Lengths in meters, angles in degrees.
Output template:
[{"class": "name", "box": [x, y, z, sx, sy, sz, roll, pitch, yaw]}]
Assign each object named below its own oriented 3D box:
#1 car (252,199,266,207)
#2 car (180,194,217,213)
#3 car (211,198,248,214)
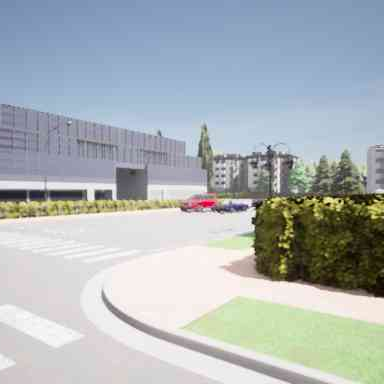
[{"class": "car", "box": [10.894, 1.688, 52.392, 1.895, 1.301, 4.718, 0, 0, 26]}, {"class": "car", "box": [0.900, 1.241, 37.527, 2.150, 2.045, 5.566, 0, 0, 35]}, {"class": "car", "box": [4.356, 1.621, 36.378, 1.895, 1.301, 4.718, 0, 0, 35]}]
